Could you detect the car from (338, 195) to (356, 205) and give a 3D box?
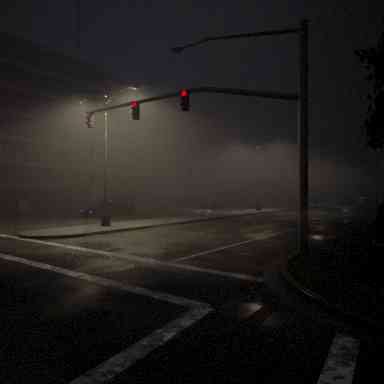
[{"bbox_3d":[26.656,1.352,57.155,2.097,1.767,4.553,0,0,36],"label":"car"}]

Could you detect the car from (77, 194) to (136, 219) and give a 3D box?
[{"bbox_3d":[-7.552,1.221,29.869,2.150,2.045,5.566,0,0,36],"label":"car"}]

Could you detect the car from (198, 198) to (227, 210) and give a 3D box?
[{"bbox_3d":[2.774,1.478,44.114,1.882,1.535,5.008,0,0,36],"label":"car"}]

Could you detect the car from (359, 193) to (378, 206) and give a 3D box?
[{"bbox_3d":[28.722,1.221,54.041,2.150,2.045,5.566,0,0,36],"label":"car"}]
